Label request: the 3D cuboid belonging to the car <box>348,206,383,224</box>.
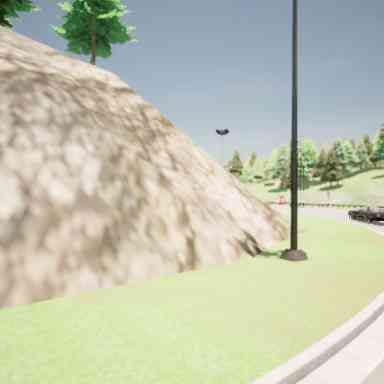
[{"bbox_3d":[14.587,1.824,27.077,1.895,1.301,4.718,0,0,2],"label":"car"}]
